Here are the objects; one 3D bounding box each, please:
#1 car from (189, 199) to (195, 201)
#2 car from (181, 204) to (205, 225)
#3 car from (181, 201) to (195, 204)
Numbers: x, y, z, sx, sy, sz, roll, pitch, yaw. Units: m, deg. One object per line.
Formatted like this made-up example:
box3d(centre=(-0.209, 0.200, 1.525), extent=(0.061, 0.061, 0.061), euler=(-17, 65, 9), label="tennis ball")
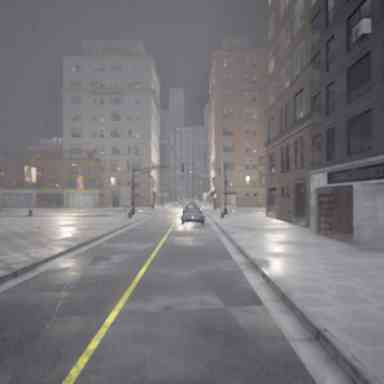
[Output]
box3d(centre=(-0.021, 2.826, 92.863), extent=(2.128, 1.511, 4.902), euler=(0, -1, 0), label="car")
box3d(centre=(0.088, 1.997, 28.325), extent=(1.994, 1.385, 4.181), euler=(0, -1, 1), label="car")
box3d(centre=(-0.070, 2.109, 38.100), extent=(1.812, 1.442, 4.674), euler=(0, -1, -1), label="car")
